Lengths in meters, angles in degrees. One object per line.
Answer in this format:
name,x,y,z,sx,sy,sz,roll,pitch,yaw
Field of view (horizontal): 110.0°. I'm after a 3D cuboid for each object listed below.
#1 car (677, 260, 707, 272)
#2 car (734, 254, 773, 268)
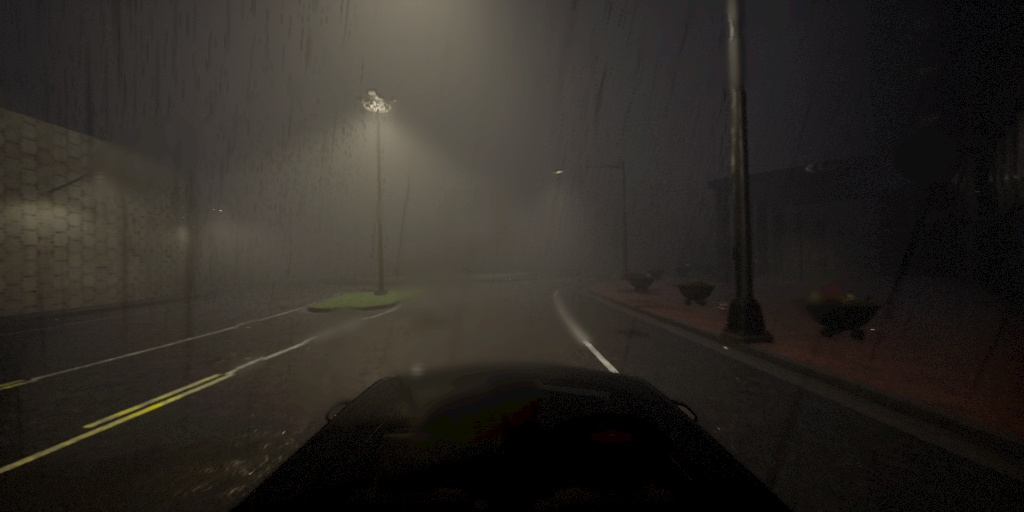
car,23.194,1.266,45.727,4.902,1.511,2.128,-1,-1,-31
car,35.303,0.796,52.095,5.566,2.045,2.150,-1,-1,-1
